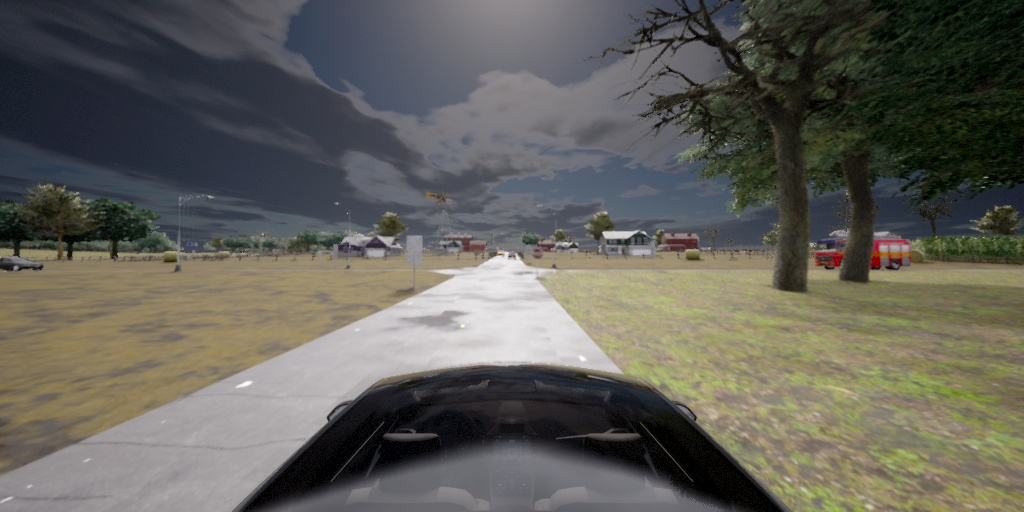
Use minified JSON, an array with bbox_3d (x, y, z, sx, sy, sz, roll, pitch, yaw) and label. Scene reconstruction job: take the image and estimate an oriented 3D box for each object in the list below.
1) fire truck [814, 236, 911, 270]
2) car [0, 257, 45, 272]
[{"bbox_3d":[39.344,-0.318,40.451,8.468,3.827,2.891,0,-2,0],"label":"fire truck"},{"bbox_3d":[-51.863,0.877,37.335,4.892,1.490,1.837,0,-2,0],"label":"car"}]
